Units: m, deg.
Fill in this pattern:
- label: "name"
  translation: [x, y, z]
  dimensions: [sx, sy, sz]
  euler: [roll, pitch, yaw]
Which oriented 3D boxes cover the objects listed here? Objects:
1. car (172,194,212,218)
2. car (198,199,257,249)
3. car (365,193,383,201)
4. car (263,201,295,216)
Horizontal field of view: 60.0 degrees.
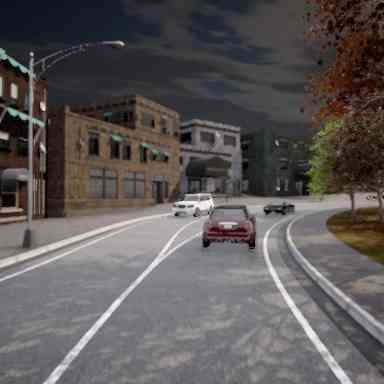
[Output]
- label: "car"
  translation: [0.211, 1.185, 30.480]
  dimensions: [2.150, 2.045, 5.566]
  euler: [-1, 0, 25]
- label: "car"
  translation: [1.819, 1.351, 14.935]
  dimensions: [2.097, 1.767, 4.553]
  euler: [0, 0, 11]
- label: "car"
  translation: [31.918, 0.830, 56.904]
  dimensions: [4.718, 1.301, 1.895]
  euler: [-2, 0, -26]
- label: "car"
  translation: [8.352, 1.488, 31.437]
  dimensions: [1.895, 1.301, 4.718]
  euler: [0, 0, 31]
